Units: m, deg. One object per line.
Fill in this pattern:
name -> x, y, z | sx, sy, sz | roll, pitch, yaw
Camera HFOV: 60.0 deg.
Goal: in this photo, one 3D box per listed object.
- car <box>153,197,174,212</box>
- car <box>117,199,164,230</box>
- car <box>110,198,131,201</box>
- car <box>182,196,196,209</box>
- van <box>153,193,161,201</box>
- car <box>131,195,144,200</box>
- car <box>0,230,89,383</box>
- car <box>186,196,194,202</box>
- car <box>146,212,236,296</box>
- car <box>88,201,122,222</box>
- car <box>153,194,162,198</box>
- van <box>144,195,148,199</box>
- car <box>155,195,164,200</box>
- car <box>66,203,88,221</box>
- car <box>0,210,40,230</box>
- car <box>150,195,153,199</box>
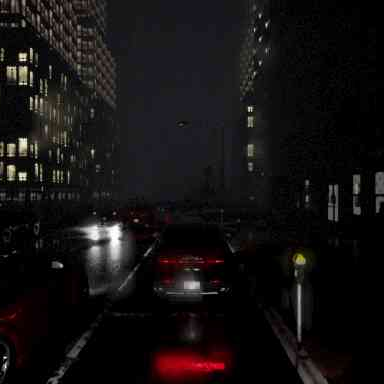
car -> -3.046, 1.587, 37.248 | 1.895, 1.301, 4.718 | 0, 0, 0
car -> -3.146, 1.473, 21.266 | 1.882, 1.535, 5.008 | 0, 0, 0
car -> -8.833, 1.537, 38.569 | 2.008, 1.369, 4.403 | 0, 0, 0
car -> -0.452, 1.548, 44.248 | 1.947, 1.339, 4.313 | 0, 0, 0
van -> -8.831, 1.286, 84.106 | 1.690, 1.788, 3.998 | 0, 0, 0
car -> -8.833, 1.523, 49.953 | 1.887, 1.381, 4.507 | 0, 0, 0
car -> -3.048, 1.564, 4.998 | 1.994, 1.385, 4.181 | 0, 0, 0
car -> -0.452, 1.533, 78.399 | 1.802, 1.307, 4.206 | 0, 0, 0
car -> 0.000, 1.503, 8.649 | 1.837, 1.490, 4.892 | 0, 0, 0
car -> -6.246, 1.594, 25.914 | 1.895, 1.301, 4.718 | 0, 0, 0
car -> -8.832, 1.391, 78.413 | 1.967, 1.590, 4.097 | 0, 0, 0
van -> -8.832, 1.315, 55.645 | 1.690, 1.788, 3.998 | 0, 0, 0
car -> -8.832, 1.504, 89.799 | 1.947, 1.339, 4.313 | 0, 0, 0
car -> -8.832, 1.575, 27.183 | 1.802, 1.307, 4.206 | 0, 0, 0
car -> -8.833, 1.563, 15.800 | 1.947, 1.339, 4.313 | 0, 0, 0
car -> -8.833, 1.551, 61.338 | 1.802, 1.307, 4.206 | 0, 0, 0
